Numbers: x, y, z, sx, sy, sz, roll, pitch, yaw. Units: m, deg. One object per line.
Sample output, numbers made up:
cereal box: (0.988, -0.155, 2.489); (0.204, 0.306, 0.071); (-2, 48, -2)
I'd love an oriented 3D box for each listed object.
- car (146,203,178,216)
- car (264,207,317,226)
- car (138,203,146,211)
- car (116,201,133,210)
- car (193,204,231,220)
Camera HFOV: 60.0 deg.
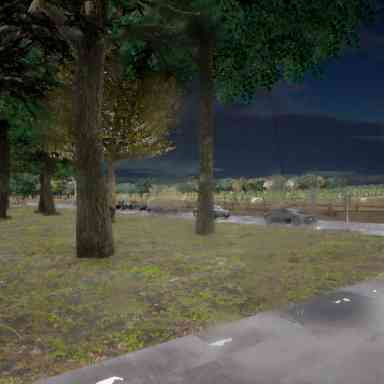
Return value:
car: (-3.689, 2.312, 43.036); (1.895, 1.301, 4.718); (-1, 0, -35)
car: (7.801, 1.914, 26.687); (1.994, 1.385, 4.181); (-1, 0, -35)
car: (-6.973, 2.396, 52.730); (1.994, 1.385, 4.181); (-1, 0, -34)
car: (-12.490, 2.348, 60.472); (2.097, 1.767, 4.553); (-1, 0, -35)
car: (2.011, 2.040, 34.906); (1.837, 1.490, 4.892); (-1, -1, -36)
